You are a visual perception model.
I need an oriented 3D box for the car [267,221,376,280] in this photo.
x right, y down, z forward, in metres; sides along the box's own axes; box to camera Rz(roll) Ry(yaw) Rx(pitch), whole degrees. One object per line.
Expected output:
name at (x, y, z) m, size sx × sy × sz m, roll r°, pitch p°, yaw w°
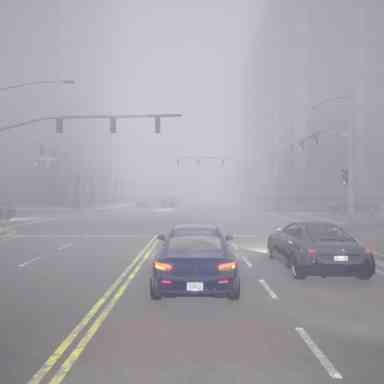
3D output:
car at (3.593, 1.564, 9.992) m, size 1.994 × 1.385 × 4.181 m, roll 0°, pitch 0°, yaw 0°

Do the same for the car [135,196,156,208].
car at (-6.994, 1.547, 48.452) m, size 2.033 × 1.411 × 5.357 m, roll 0°, pitch 0°, yaw 0°

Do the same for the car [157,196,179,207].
car at (-3.489, 1.492, 49.659) m, size 2.128 × 1.511 × 4.902 m, roll 0°, pitch 0°, yaw 0°

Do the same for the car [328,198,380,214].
car at (16.780, 1.422, 34.500) m, size 5.008 × 1.535 × 1.882 m, roll 0°, pitch 0°, yaw 0°

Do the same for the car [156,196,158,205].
car at (-6.957, 1.505, 58.186) m, size 1.837 × 1.490 × 4.892 m, roll 0°, pitch 0°, yaw 0°

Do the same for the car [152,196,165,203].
car at (-6.857, 1.547, 68.633) m, size 2.033 × 1.411 × 5.357 m, roll 0°, pitch 0°, yaw 0°

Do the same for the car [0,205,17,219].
car at (-16.607, 1.509, 27.049) m, size 4.181 × 1.385 × 1.994 m, roll 0°, pitch 0°, yaw -2°

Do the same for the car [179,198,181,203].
car at (-3.448, 1.478, 59.250) m, size 1.882 × 1.535 × 5.008 m, roll 0°, pitch 0°, yaw 0°

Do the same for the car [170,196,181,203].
car at (-3.351, 1.564, 69.253) m, size 1.994 × 1.385 × 4.181 m, roll 0°, pitch 0°, yaw 0°

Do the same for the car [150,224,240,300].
car at (0.077, 1.526, 8.256) m, size 1.812 × 1.442 × 4.674 m, roll 0°, pitch 0°, yaw 1°
